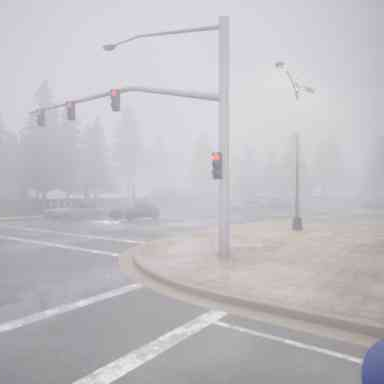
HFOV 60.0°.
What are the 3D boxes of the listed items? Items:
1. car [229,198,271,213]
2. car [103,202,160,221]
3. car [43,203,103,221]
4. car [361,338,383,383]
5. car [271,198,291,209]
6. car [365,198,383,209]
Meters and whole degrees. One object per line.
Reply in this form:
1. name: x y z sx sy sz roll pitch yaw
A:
1. car: 6.082 1.540 36.817 4.718 1.301 1.895 0 0 -33
2. car: -4.515 1.502 26.451 1.994 1.385 4.181 0 0 39
3. car: -9.145 1.538 26.283 1.895 1.301 4.718 0 0 38
4. car: 3.508 1.478 1.466 5.008 1.535 1.882 0 0 36
5. car: 10.183 1.486 43.056 5.357 1.411 2.033 0 0 -24
6. car: 24.925 1.523 43.467 4.181 1.385 1.994 0 0 -5
